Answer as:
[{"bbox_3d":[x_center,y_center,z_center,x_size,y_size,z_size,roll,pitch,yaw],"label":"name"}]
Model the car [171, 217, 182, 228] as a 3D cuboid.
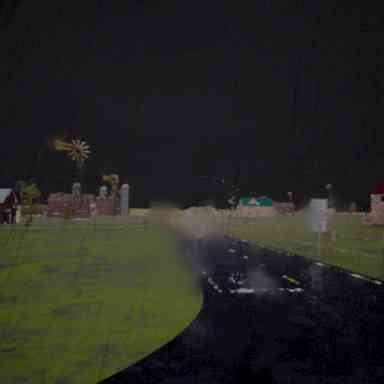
[{"bbox_3d":[-2.169,4.527,49.609,1.882,1.535,5.008,1,-4,-6],"label":"car"}]
